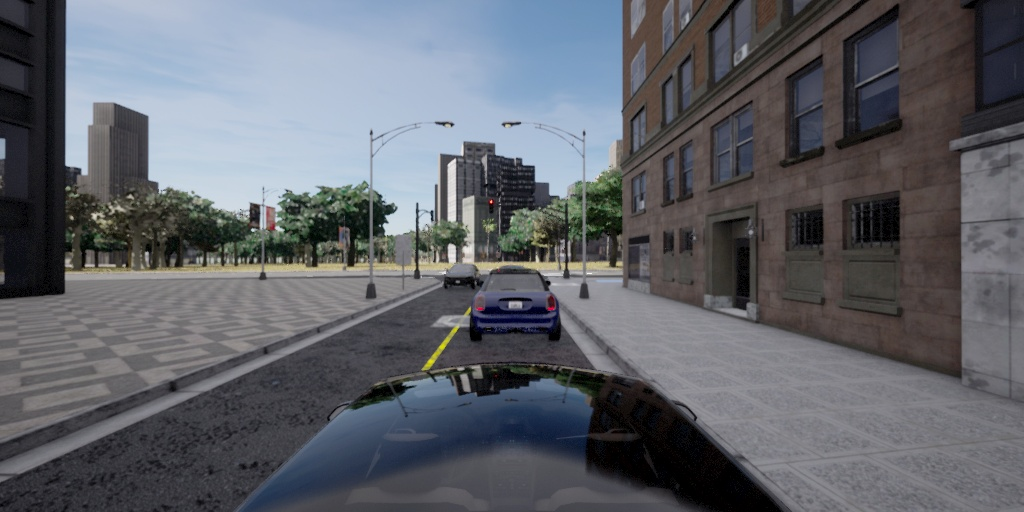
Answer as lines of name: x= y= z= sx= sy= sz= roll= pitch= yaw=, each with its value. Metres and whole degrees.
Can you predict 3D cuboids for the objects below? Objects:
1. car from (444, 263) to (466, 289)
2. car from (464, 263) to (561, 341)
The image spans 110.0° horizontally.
car: x=-3.124 y=1.224 z=23.093 sx=1.882 sy=1.535 sz=5.008 roll=0 pitch=0 yaw=0
car: x=0.057 y=1.098 z=10.018 sx=2.097 sy=1.767 sz=4.553 roll=0 pitch=0 yaw=-1
